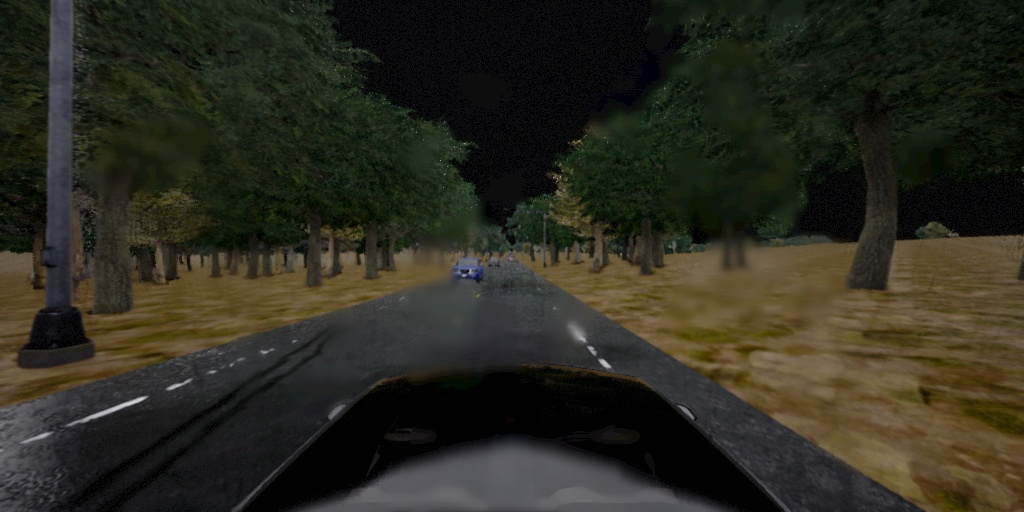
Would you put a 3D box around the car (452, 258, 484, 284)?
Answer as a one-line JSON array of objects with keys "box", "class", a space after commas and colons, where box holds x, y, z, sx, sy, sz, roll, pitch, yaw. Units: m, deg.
[{"box": [-3.592, 1.162, 29.957, 2.150, 2.045, 5.566, 0, 0, 0], "class": "car"}]
